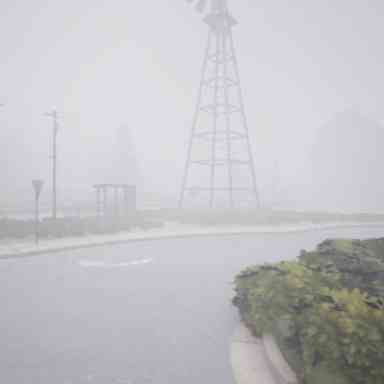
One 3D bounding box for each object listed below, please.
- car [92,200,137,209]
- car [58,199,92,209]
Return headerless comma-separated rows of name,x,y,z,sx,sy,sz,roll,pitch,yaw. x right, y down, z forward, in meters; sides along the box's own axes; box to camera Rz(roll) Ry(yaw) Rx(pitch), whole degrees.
car,-7.985,1.317,35.964,2.097,1.767,4.553,0,0,36
car,-11.976,1.508,36.580,2.033,1.411,5.357,0,0,36
